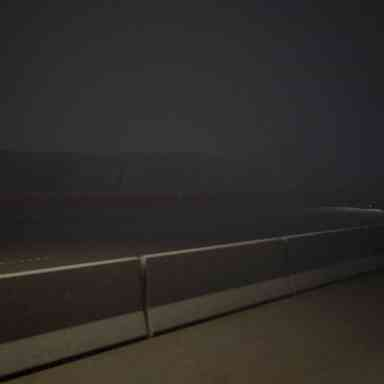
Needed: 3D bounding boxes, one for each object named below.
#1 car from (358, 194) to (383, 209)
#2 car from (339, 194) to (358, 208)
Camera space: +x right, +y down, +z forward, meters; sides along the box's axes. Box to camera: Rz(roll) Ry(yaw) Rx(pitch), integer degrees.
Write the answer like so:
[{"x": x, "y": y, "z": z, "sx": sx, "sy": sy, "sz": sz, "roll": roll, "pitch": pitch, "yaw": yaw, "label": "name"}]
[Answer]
[{"x": 20.541, "y": 1.076, "z": 35.969, "sx": 5.357, "sy": 1.411, "sz": 2.033, "roll": -1, "pitch": 1, "yaw": -37, "label": "car"}, {"x": 19.374, "y": 1.020, "z": 39.518, "sx": 4.892, "sy": 1.490, "sz": 1.837, "roll": -1, "pitch": 1, "yaw": -38, "label": "car"}]
